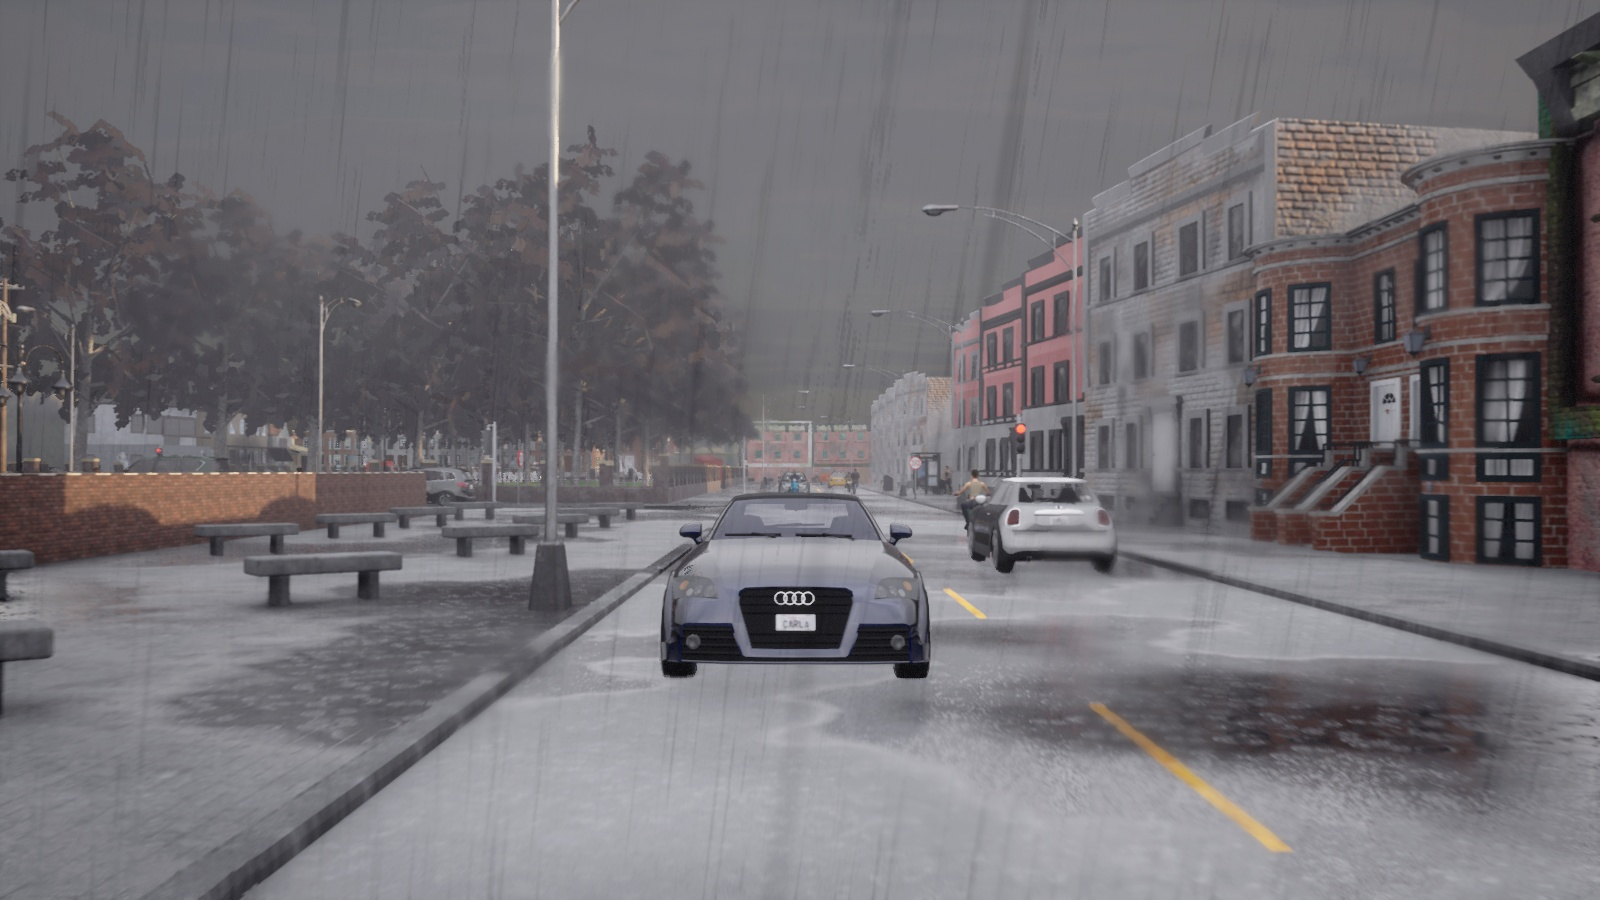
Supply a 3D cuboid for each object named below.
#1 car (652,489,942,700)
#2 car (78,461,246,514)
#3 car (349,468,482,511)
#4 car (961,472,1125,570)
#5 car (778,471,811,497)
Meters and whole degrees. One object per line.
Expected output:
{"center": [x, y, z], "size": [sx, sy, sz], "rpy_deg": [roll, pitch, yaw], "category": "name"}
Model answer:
{"center": [-0.027, 1.059, 10.761], "size": [1.994, 1.385, 4.181], "rpy_deg": [0, -1, 0], "category": "car"}
{"center": [-25.213, 1.468, 49.782], "size": [5.566, 2.045, 2.150], "rpy_deg": [0, -1, -2], "category": "car"}
{"center": [-15.208, 1.554, 49.851], "size": [4.611, 1.667, 2.242], "rpy_deg": [0, -1, -2], "category": "car"}
{"center": [3.943, 1.116, 21.015], "size": [1.970, 1.475, 3.806], "rpy_deg": [0, -1, 0], "category": "car"}
{"center": [-0.333, 2.051, 76.962], "size": [2.007, 1.525, 4.514], "rpy_deg": [0, -1, 0], "category": "car"}
